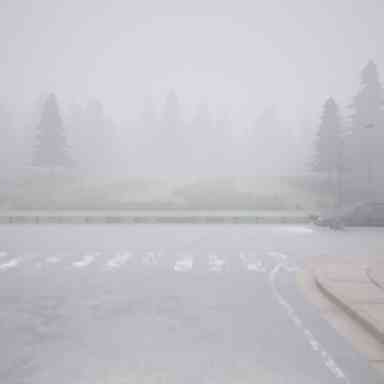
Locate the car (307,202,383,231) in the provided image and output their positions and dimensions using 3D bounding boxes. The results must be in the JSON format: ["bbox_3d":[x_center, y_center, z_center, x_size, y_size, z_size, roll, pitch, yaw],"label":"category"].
[{"bbox_3d":[8.939,1.247,17.421,5.357,1.411,2.033,0,1,0],"label":"car"}]
